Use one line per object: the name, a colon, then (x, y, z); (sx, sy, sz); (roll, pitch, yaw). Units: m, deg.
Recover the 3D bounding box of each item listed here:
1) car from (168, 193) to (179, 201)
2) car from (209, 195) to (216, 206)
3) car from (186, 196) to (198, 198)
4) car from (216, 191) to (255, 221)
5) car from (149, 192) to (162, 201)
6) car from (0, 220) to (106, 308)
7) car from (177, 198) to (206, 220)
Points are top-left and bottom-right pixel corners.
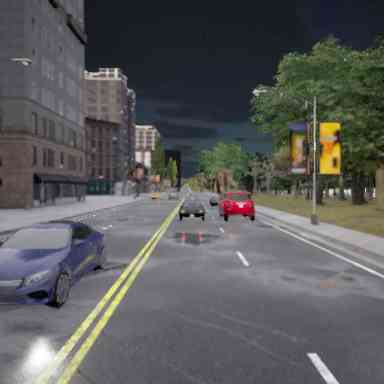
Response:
car: (-3.290, 0.853, 60.175); (1.812, 1.442, 4.674); (0, 1, 1)
car: (3.319, 1.087, 43.107); (1.994, 1.385, 4.181); (0, 1, 0)
car: (0.040, 1.125, 38.337); (2.033, 1.411, 5.357); (0, 1, 1)
car: (3.258, 0.954, 24.672); (2.150, 2.045, 5.566); (0, 1, 0)
car: (-6.537, 0.806, 60.161); (1.882, 1.535, 5.008); (0, 1, 0)
car: (-3.342, 1.440, 7.855); (1.812, 1.442, 4.674); (0, 0, 0)
car: (0.006, 1.329, 24.794); (1.895, 1.301, 4.718); (0, 1, 0)
